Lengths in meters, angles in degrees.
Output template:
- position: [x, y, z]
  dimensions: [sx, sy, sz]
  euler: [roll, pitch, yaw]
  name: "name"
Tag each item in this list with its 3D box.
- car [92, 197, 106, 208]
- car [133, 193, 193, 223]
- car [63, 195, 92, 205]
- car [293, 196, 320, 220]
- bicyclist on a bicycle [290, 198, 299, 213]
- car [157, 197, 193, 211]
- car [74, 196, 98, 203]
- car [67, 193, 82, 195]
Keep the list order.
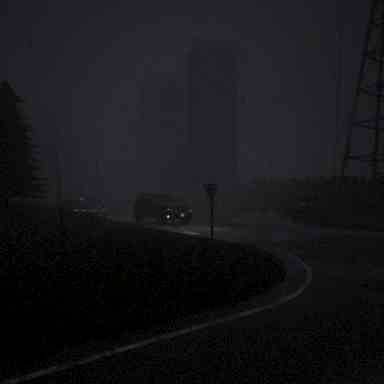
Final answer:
- position: [-13.344, 1.417, 45.687]
  dimensions: [1.812, 1.442, 4.674]
  euler: [0, 0, -34]
  name: "car"
- position: [-2.169, 1.104, 23.355]
  dimensions: [2.150, 2.045, 5.566]
  euler: [0, 0, -35]
  name: "car"
- position: [-14.243, 1.448, 40.657]
  dimensions: [1.994, 1.385, 4.181]
  euler: [0, 0, -35]
  name: "car"
- position: [9.545, 1.265, 27.542]
  dimensions: [1.905, 1.878, 3.866]
  euler: [0, 0, 24]
  name: "car"
- position: [10.205, 1.376, 32.252]
  dimensions: [1.656, 1.620, 0.582]
  euler: [0, 0, -12]
  name: "bicyclist on a bicycle"
- position: [-2.042, 1.386, 39.994]
  dimensions: [3.988, 1.617, 1.851]
  euler: [0, 0, -36]
  name: "car"
- position: [-21.363, 1.453, 66.762]
  dimensions: [4.181, 1.381, 1.994]
  euler: [0, 0, -36]
  name: "car"
- position: [-19.294, 1.113, 54.112]
  dimensions: [2.150, 2.045, 5.566]
  euler: [0, 0, -35]
  name: "car"
